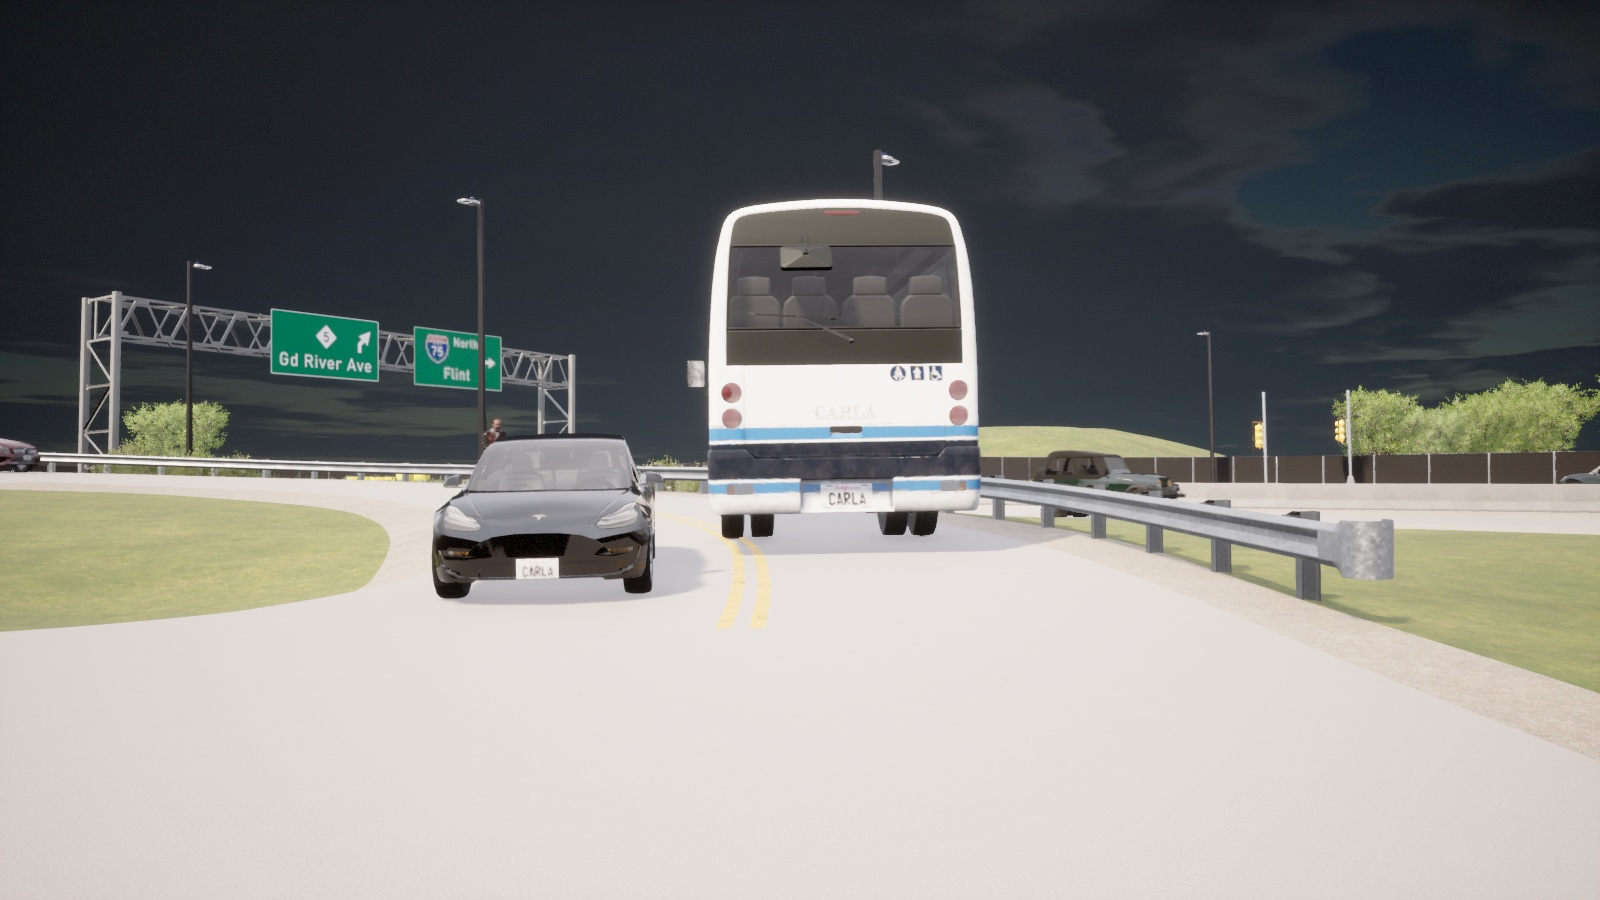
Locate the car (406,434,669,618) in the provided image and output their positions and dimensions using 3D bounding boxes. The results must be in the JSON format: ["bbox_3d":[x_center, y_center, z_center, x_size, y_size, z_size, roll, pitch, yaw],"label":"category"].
[{"bbox_3d":[-2.489,0.617,13.154,2.163,1.488,4.792,-2,1,-6],"label":"car"}]

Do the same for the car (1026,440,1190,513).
[{"bbox_3d":[8.344,0.749,34.098,3.866,1.878,1.905,-2,-2,35],"label":"car"}]

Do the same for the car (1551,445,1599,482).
[{"bbox_3d":[32.699,0.510,50.443,1.970,1.475,3.806,-1,-1,-29],"label":"car"}]

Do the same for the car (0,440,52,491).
[{"bbox_3d":[-24.779,0.448,36.875,4.674,1.442,1.812,0,-1,7],"label":"car"}]

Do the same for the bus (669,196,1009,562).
[{"bbox_3d":[0.169,-0.943,20.178,3.944,4.253,10.273,-2,1,-4],"label":"bus"}]
